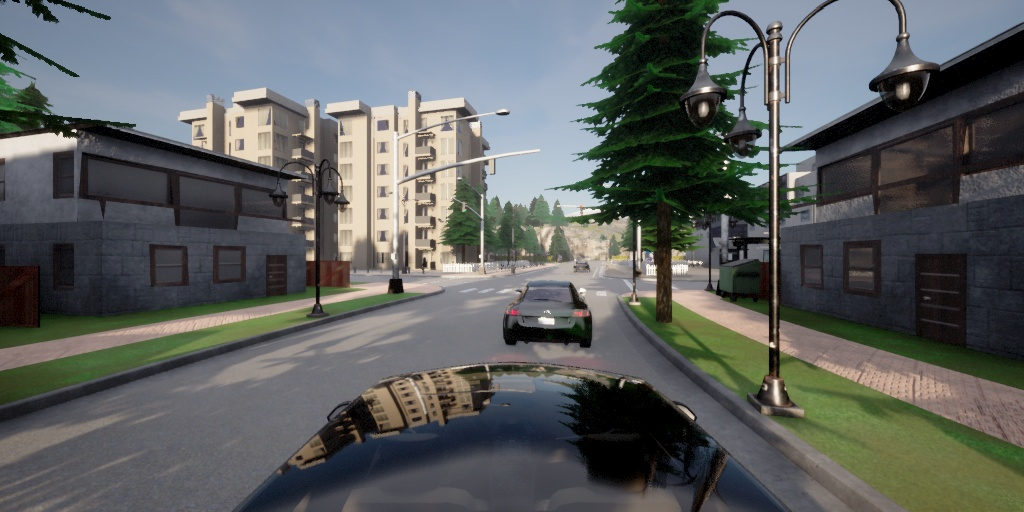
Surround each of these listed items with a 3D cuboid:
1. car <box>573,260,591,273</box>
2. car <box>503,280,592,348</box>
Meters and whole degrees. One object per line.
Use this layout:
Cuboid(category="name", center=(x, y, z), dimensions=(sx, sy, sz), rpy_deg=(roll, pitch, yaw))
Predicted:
Cuboid(category="car", center=(8.753, 1.276, 44.911), dimensions=(2.128, 1.511, 4.902), rpy_deg=(0, 0, 14))
Cuboid(category="car", center=(0.999, 1.314, 9.370), dimensions=(1.994, 1.385, 4.181), rpy_deg=(0, 0, 8))
